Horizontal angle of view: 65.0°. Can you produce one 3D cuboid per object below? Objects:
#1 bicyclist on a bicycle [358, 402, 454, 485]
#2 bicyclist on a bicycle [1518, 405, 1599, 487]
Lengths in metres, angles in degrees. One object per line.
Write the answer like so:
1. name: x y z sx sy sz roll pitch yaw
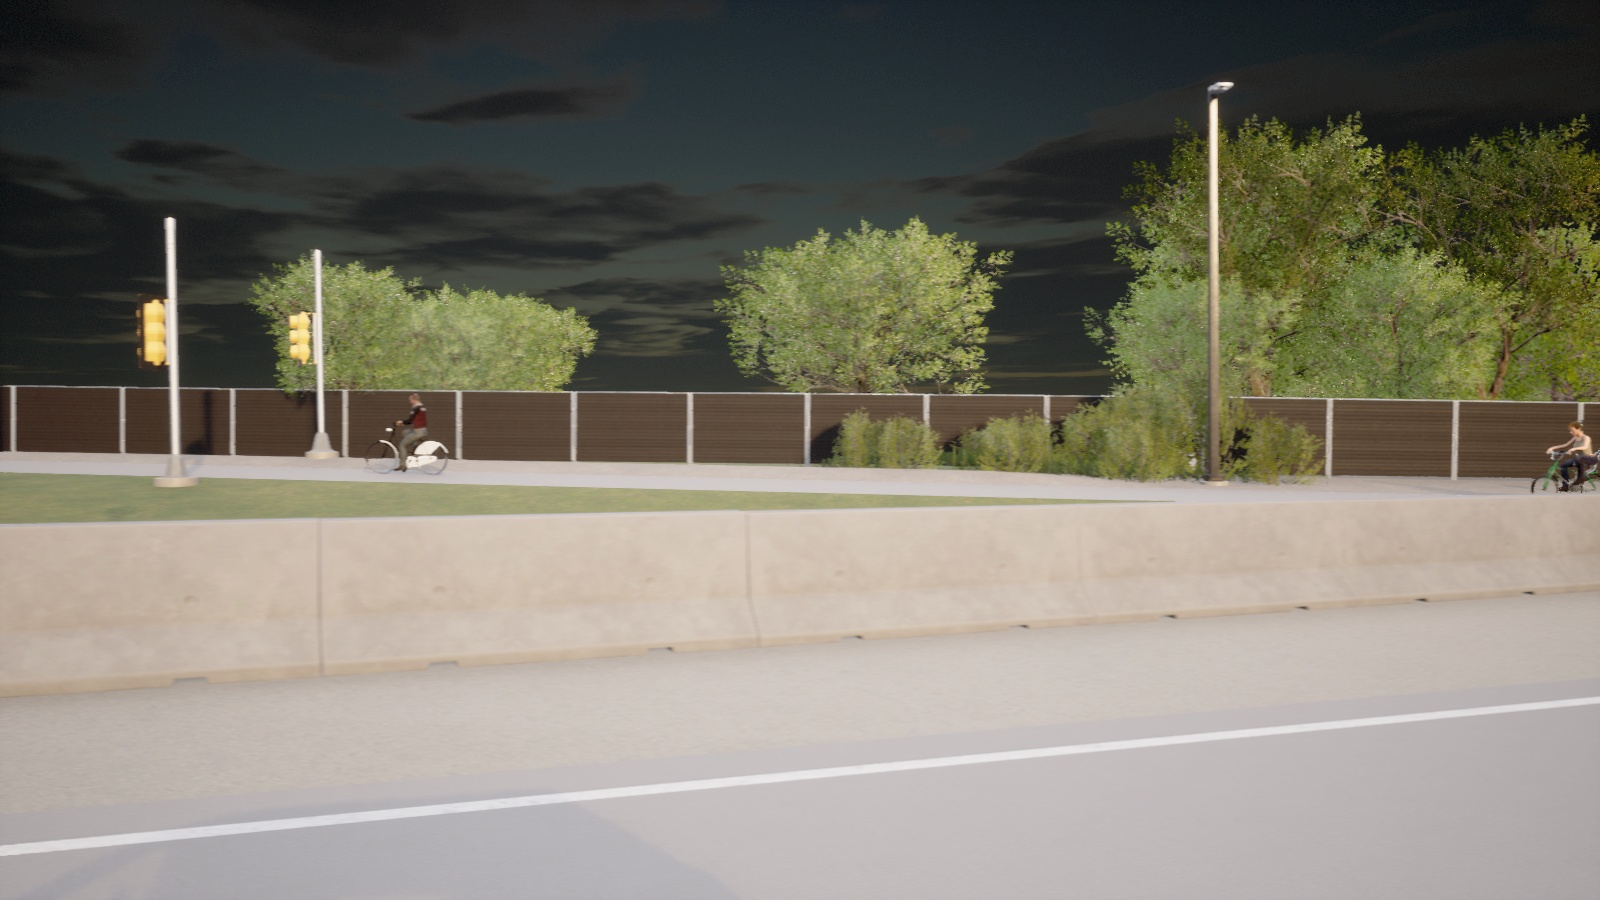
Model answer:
1. bicyclist on a bicycle: -8.516 -0.150 27.161 1.843 1.776 0.659 0 2 6
2. bicyclist on a bicycle: 15.322 -0.088 25.033 1.509 1.612 0.866 0 2 2
